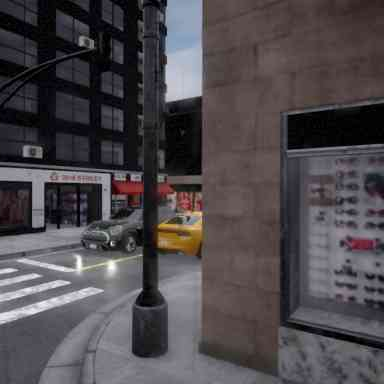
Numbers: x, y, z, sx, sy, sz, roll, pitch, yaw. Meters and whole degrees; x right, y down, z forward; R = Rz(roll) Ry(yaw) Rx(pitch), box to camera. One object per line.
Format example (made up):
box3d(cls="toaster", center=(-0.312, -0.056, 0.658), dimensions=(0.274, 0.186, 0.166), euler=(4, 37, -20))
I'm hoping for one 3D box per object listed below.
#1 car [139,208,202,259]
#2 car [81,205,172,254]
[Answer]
box3d(cls="car", center=(0.465, 1.501, 12.860), dimensions=(1.882, 1.535, 5.008), euler=(0, 0, 33))
box3d(cls="car", center=(-2.319, 1.366, 13.813), dimensions=(2.097, 1.767, 4.553), euler=(0, 0, 33))
